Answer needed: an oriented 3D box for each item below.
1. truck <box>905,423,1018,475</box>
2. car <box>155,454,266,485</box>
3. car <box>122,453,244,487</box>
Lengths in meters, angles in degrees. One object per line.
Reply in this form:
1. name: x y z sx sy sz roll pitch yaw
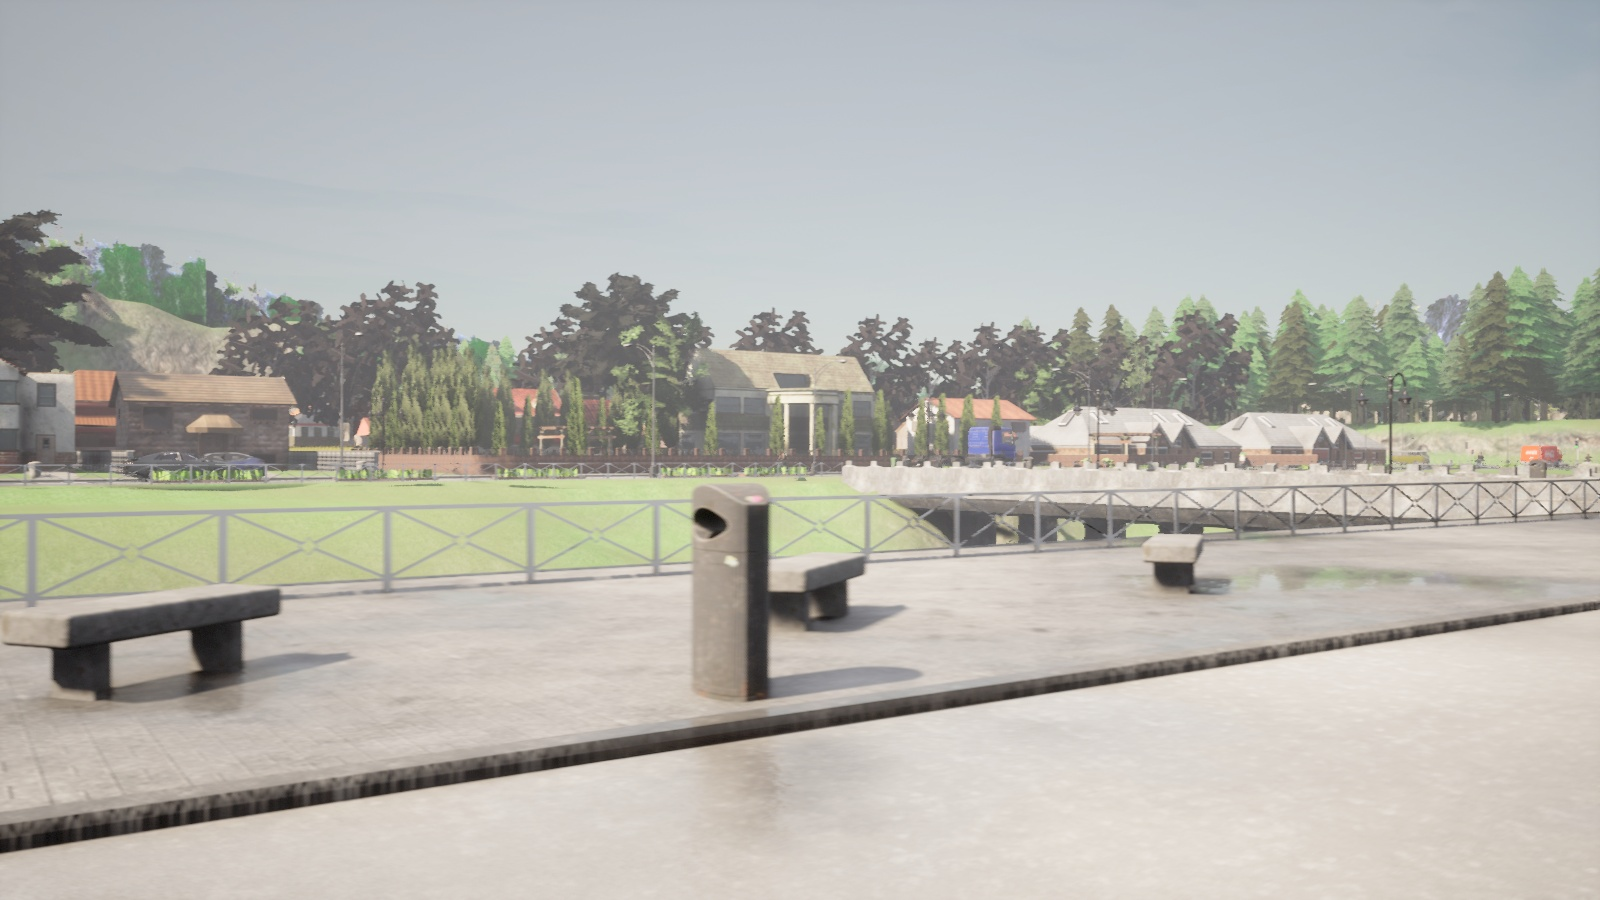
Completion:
1. truck: 11.285 -0.047 87.283 7.936 3.462 2.891 0 0 -35
2. car: -29.816 0.963 63.558 4.792 1.488 2.163 0 0 -35
3. car: -29.065 0.908 59.206 4.902 1.511 2.128 0 0 -35
